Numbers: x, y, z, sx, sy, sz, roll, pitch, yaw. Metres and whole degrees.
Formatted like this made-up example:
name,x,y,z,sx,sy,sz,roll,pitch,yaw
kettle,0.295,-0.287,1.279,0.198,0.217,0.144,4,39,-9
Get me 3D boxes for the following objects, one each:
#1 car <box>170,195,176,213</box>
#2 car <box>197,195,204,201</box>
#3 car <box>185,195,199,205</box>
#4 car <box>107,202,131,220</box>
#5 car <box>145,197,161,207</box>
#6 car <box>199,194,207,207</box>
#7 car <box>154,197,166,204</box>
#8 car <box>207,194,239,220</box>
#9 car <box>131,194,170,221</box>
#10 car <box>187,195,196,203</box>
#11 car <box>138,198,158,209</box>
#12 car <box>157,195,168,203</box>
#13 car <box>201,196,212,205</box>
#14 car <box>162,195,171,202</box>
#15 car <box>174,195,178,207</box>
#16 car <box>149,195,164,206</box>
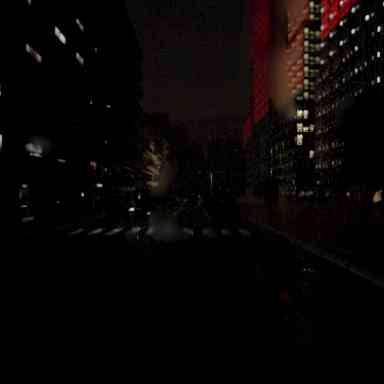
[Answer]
name,x,y,z,sx,sy,sz,roll,pitch,yaw
car,-3.164,1.454,37.074,1.837,1.490,4.892,0,0,0
car,2.198,1.475,85.664,1.837,1.490,4.892,0,0,0
car,-0.019,1.481,57.005,1.812,1.442,4.674,0,0,0
car,-5.744,1.499,27.386,2.008,1.369,4.403,0,0,0
car,-5.785,1.486,49.491,1.887,1.381,4.507,0,0,0
car,2.595,1.276,49.507,2.192,1.841,5.009,0,0,0
car,-5.805,1.524,60.546,1.802,1.307,4.206,0,0,0
car,2.636,1.283,27.401,2.192,1.841,5.009,0,0,0
car,-3.171,1.177,26.676,2.150,2.045,5.566,0,0,-1
car,-0.123,1.459,66.970,1.837,1.490,4.892,0,0,0
car,-5.774,1.492,43.965,2.008,1.369,4.403,0,0,0
car,-5.816,1.383,66.072,1.967,1.590,4.097,0,0,0
car,2.575,1.506,60.561,1.887,1.381,4.507,0,0,0
car,-5.835,1.472,76.956,1.752,1.417,4.829,0,0,0
car,-3.147,1.473,49.874,1.812,1.442,4.674,0,0,0
car,-5.795,1.382,55.019,1.967,1.590,4.097,0,0,0
